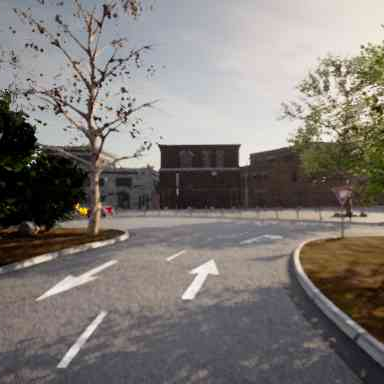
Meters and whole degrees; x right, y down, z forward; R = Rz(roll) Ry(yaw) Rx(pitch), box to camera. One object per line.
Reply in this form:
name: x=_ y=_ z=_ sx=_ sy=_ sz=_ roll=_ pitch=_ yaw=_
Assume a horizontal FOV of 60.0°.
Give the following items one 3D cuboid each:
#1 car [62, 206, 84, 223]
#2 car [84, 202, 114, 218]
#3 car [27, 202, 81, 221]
car: x=-12.966 y=1.920 z=30.946 sx=4.553 sy=1.767 sz=2.097 roll=-1 pitch=-1 yaw=1
car: x=-10.403 y=1.941 z=38.202 sx=2.185 sy=1.767 sz=4.553 roll=-1 pitch=-1 yaw=0
car: x=-14.073 y=1.983 z=34.098 sx=4.553 sy=1.767 sz=2.097 roll=-1 pitch=-1 yaw=4
